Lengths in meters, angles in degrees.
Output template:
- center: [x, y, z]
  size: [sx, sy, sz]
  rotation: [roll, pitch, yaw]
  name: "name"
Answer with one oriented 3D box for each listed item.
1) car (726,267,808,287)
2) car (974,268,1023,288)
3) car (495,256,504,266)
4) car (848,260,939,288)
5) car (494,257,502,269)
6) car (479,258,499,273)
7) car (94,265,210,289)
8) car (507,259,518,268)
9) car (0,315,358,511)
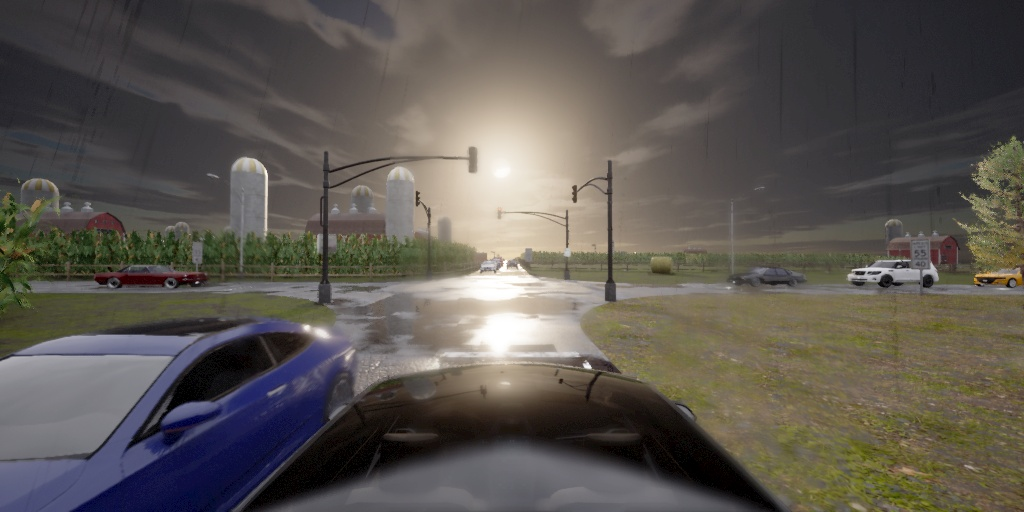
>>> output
- center: [18.675, 1.525, 26.296]
  size: [5.357, 1.411, 2.033]
  rotation: [1, -1, -8]
  name: "car"
- center: [38.842, 1.645, 27.759]
  size: [5.008, 1.535, 1.882]
  rotation: [1, -1, -5]
  name: "car"
- center: [-2.891, 1.295, 62.545]
  size: [1.882, 1.535, 5.008]
  rotation: [0, 0, 0]
  name: "car"
- center: [28.660, 1.291, 27.005]
  size: [5.566, 2.045, 2.150]
  rotation: [1, -1, -4]
  name: "car"
- center: [-2.872, 1.325, 52.524]
  size: [1.812, 1.442, 4.674]
  rotation: [0, 0, 0]
  name: "car"
- center: [-2.818, 1.312, 43.367]
  size: [1.812, 1.442, 4.674]
  rotation: [0, 0, -1]
  name: "car"
- center: [-19.936, 1.163, 20.073]
  size: [4.718, 1.301, 1.895]
  rotation: [0, -1, -4]
  name: "car"
- center: [0.028, 1.418, 62.635]
  size: [1.895, 1.301, 4.718]
  rotation: [0, 0, 0]
  name: "car"
- center: [-2.795, 1.276, 2.675]
  size: [1.812, 1.442, 4.674]
  rotation: [0, 0, 0]
  name: "car"
